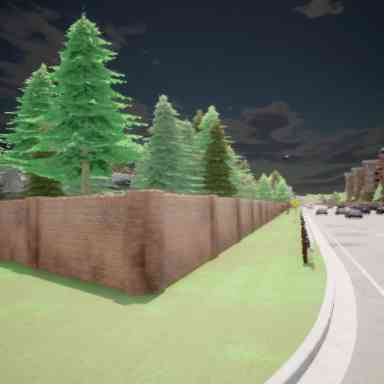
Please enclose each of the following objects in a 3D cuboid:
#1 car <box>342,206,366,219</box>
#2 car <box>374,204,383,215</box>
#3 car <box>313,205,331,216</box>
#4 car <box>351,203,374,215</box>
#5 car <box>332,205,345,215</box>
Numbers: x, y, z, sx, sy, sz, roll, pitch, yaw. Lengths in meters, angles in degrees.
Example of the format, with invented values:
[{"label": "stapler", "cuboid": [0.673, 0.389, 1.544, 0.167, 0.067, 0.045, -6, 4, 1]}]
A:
[{"label": "car", "cuboid": [23.753, 3.166, 48.903, 1.994, 1.385, 4.181, -2, -2, 18]}, {"label": "car", "cuboid": [34.678, 3.356, 60.111, 1.882, 1.535, 5.008, -2, -2, 18]}, {"label": "car", "cuboid": [24.398, 3.698, 62.424, 1.994, 1.385, 4.181, -2, -2, 18]}, {"label": "car", "cuboid": [31.473, 3.215, 61.598, 2.150, 2.045, 5.566, -2, -2, 18]}, {"label": "car", "cuboid": [27.953, 3.623, 62.049, 1.994, 1.385, 4.181, -2, -2, 18]}]
